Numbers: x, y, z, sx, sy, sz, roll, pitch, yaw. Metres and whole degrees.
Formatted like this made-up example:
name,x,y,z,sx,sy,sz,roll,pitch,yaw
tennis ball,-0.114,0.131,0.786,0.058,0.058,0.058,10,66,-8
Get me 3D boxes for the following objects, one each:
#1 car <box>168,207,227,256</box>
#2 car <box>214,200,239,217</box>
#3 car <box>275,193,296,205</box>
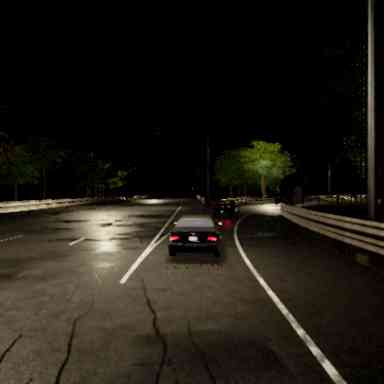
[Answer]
name,x,y,z,sx,sy,sz,roll,pitch,yaw
car,0.204,1.552,13.215,2.033,1.411,5.357,0,0,4
car,3.260,1.501,31.177,2.128,1.511,4.902,0,0,16
car,16.454,1.214,58.420,2.150,2.045,5.566,0,0,36
